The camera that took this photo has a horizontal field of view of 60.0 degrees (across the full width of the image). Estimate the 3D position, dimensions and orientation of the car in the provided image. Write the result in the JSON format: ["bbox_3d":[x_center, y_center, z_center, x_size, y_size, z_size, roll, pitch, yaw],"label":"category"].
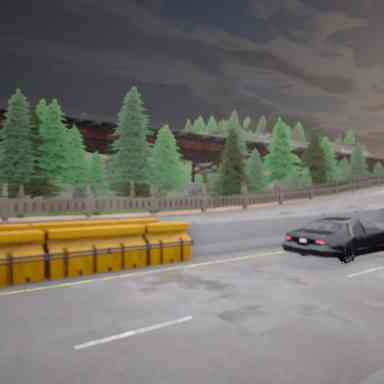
[{"bbox_3d":[5.628,1.622,12.176,5.357,1.411,2.033,0,0,-35],"label":"car"}]
